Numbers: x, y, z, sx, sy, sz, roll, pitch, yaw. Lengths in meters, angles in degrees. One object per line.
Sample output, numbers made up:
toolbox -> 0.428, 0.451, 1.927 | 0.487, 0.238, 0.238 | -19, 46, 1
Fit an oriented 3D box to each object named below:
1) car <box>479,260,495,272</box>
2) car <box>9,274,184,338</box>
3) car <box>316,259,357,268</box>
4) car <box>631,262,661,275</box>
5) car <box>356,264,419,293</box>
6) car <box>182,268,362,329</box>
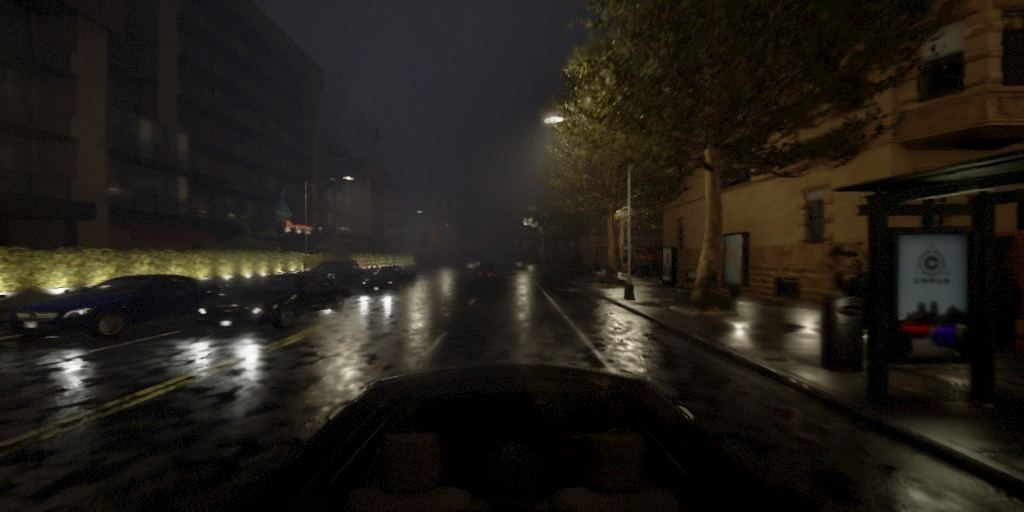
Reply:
car -> -3.296, 1.235, 47.276 | 2.128, 1.511, 4.902 | 0, 0, 0
car -> -10.567, 1.256, 10.214 | 1.812, 1.442, 4.674 | 0, 0, 0
car -> -10.458, 1.083, 21.076 | 2.097, 1.767, 4.553 | 0, 0, 0
car -> 15.493, 1.327, 38.230 | 5.357, 1.411, 2.033 | 0, 0, 3
car -> -6.958, 1.286, 21.045 | 2.033, 1.411, 5.357 | 0, 0, 0
car -> -7.064, 1.284, 11.529 | 2.033, 1.411, 5.357 | 0, 0, 0
